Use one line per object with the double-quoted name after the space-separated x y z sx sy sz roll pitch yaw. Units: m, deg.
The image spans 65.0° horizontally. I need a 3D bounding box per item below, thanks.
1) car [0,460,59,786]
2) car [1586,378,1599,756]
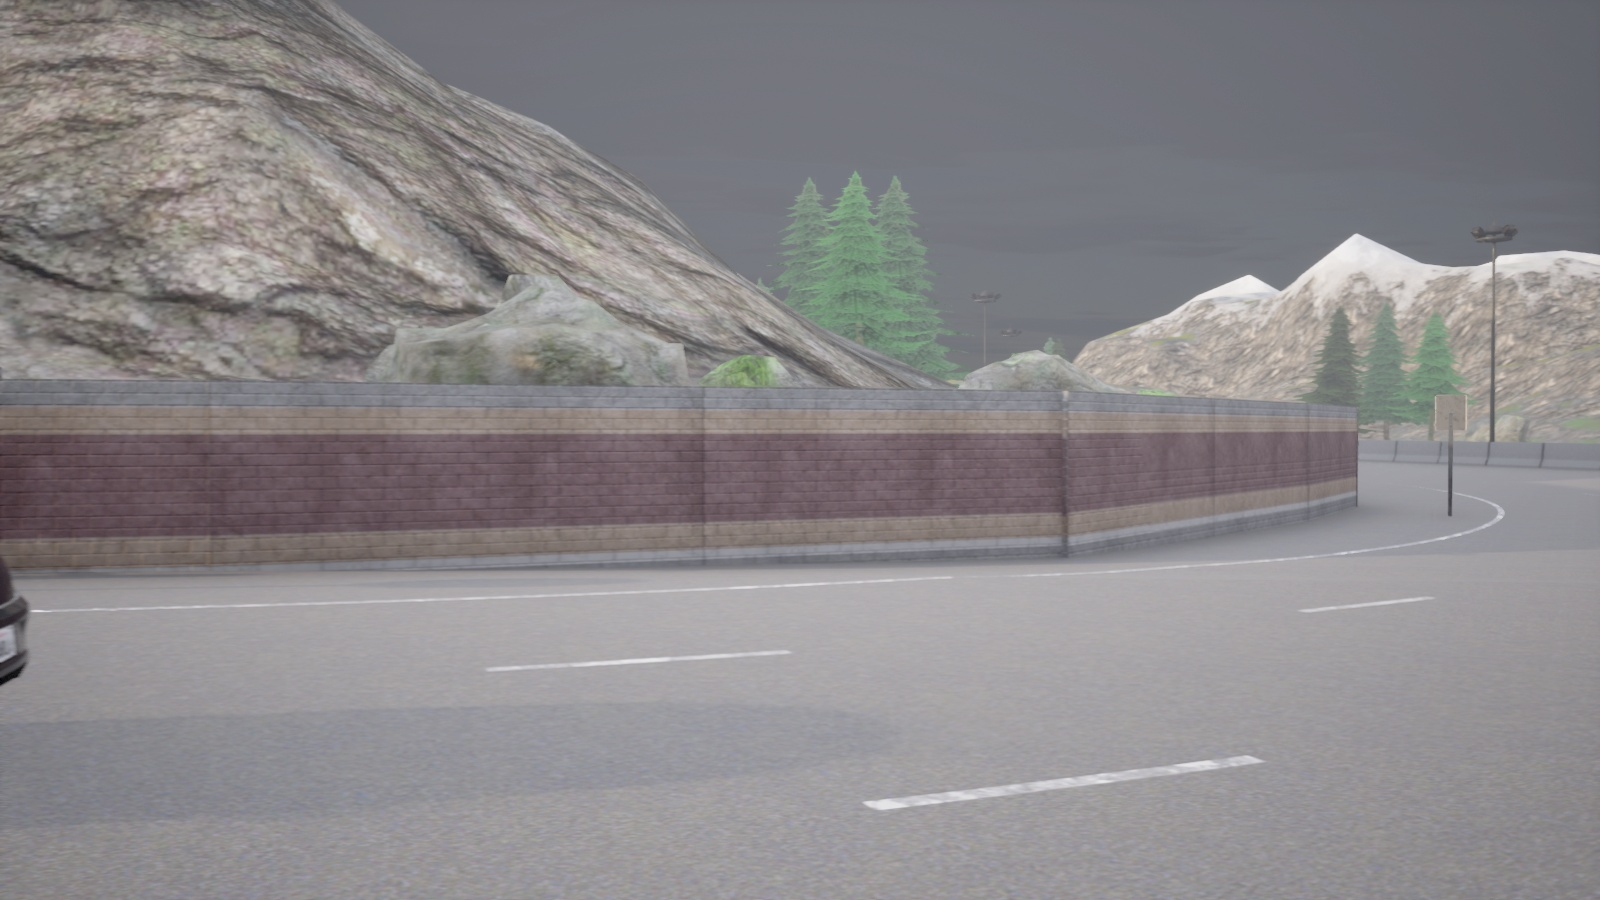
-5.839 0.807 4.980 4.674 1.442 1.812 -1 1 -16 "car"
6.189 0.520 6.217 4.553 1.767 2.097 -1 1 -32 "car"
